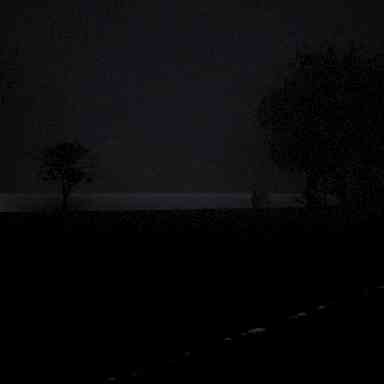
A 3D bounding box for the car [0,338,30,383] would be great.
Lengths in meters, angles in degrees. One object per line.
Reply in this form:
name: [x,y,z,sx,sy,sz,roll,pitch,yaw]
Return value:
car: [-2.991,1.492,0.813,4.902,1.511,2.128,0,0,-36]
